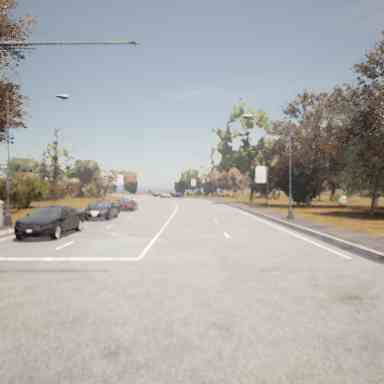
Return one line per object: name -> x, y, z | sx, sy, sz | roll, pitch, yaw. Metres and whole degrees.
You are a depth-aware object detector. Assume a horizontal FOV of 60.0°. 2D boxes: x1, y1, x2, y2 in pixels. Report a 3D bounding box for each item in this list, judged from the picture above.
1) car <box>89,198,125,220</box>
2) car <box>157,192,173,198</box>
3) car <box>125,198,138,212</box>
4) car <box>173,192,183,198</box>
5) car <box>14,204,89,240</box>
car -> -7.109, 1.394, 26.621 | 2.128, 1.511, 4.902 | 0, 0, 0
car -> -7.023, 0.934, 86.969 | 1.895, 1.301, 4.718 | 0, 1, -18
car -> -7.200, 1.401, 36.858 | 1.994, 1.385, 4.181 | 0, 0, 0
car -> -3.745, 0.808, 88.204 | 1.882, 1.535, 5.008 | 0, 1, -18
car -> -7.094, 1.422, 16.977 | 1.882, 1.535, 5.008 | 0, 0, 0
